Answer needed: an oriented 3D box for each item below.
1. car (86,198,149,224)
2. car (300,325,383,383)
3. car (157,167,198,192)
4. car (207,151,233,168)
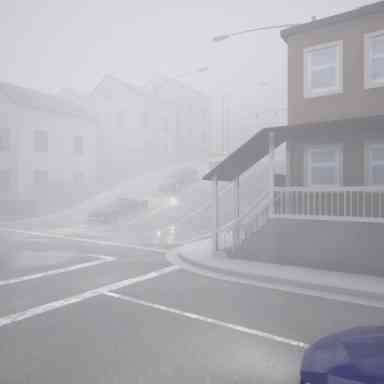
[{"bbox_3d":[-5.361,1.256,24.187,1.895,1.301,4.718,0,12,34],"label":"car"},{"bbox_3d":[2.981,1.526,1.838,4.674,1.442,1.812,0,0,36],"label":"car"},{"bbox_3d":[-1.275,-1.268,30.157,1.837,1.490,4.892,0,20,34],"label":"car"},{"bbox_3d":[3.515,-3.731,37.090,1.882,1.535,5.008,0,13,35],"label":"car"}]
